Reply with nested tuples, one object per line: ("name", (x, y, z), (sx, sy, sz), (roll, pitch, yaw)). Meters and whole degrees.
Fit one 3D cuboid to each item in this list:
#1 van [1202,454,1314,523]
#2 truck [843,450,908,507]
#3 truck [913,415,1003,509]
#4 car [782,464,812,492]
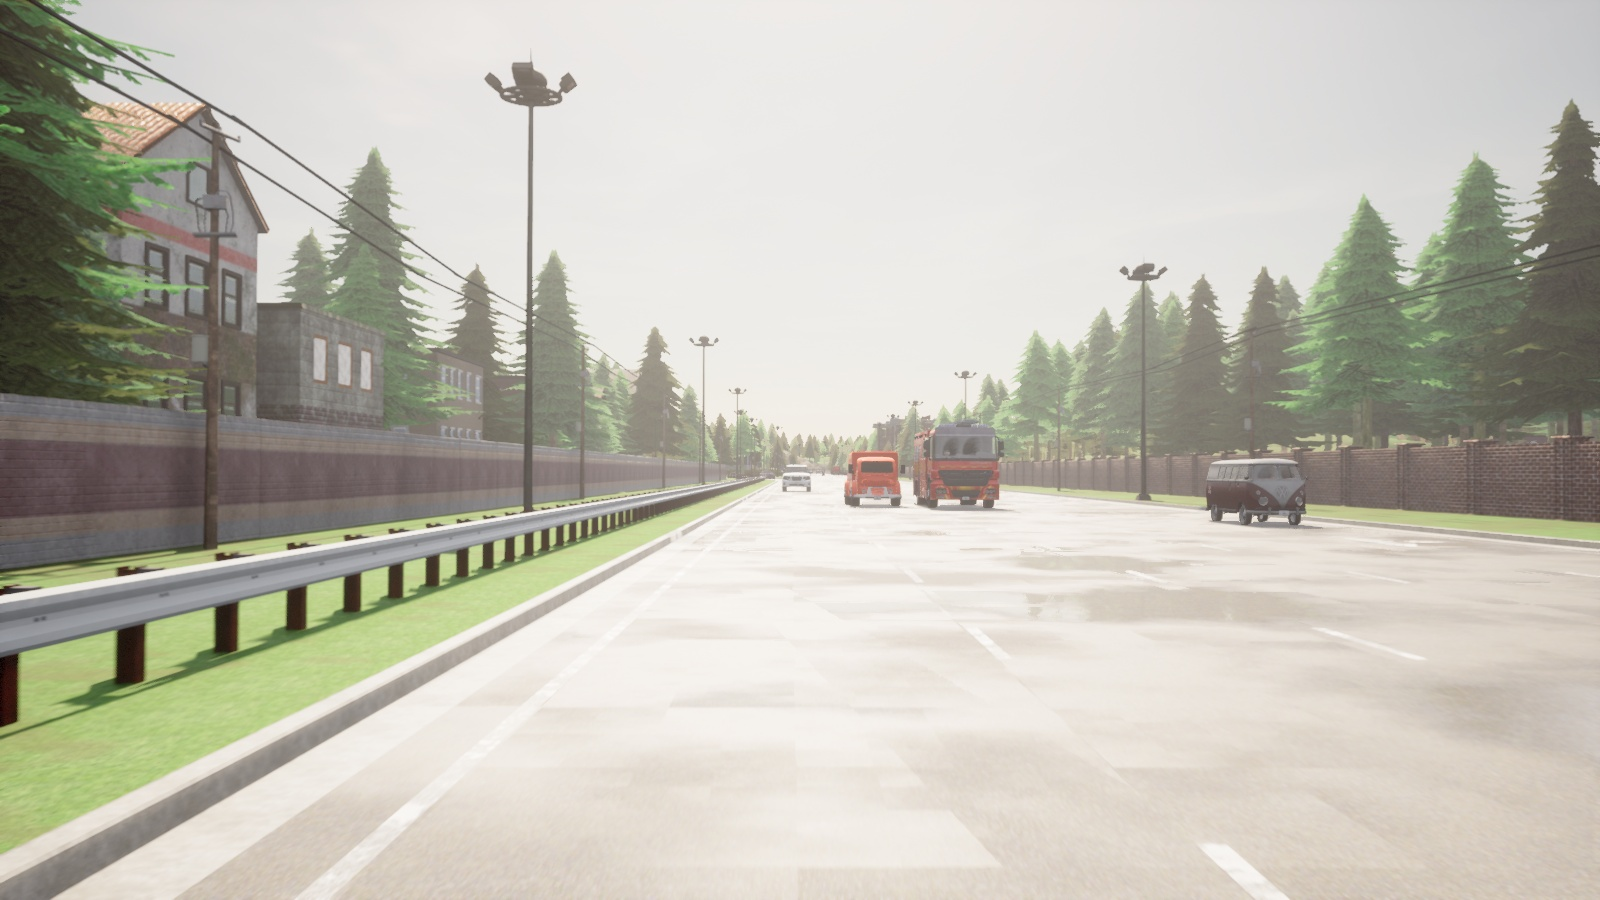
("van", (13.907, 1.154, 38.389), (1.775, 1.987, 4.442), (0, -1, 0))
("truck", (3.361, 1.270, 57.069), (2.627, 2.467, 5.204), (0, -1, 0))
("truck", (6.861, 0.558, 55.877), (2.891, 3.827, 8.468), (0, -1, 0))
("car", (-0.235, 2.137, 95.751), (2.150, 2.045, 5.566), (0, -1, 0))
